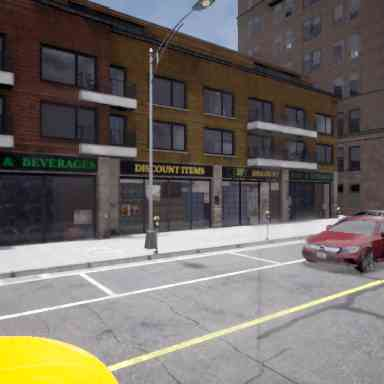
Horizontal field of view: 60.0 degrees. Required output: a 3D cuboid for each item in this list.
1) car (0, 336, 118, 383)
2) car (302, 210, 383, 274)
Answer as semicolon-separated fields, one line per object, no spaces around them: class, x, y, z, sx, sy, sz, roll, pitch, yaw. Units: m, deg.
car;-2.678;1.477;1.250;5.008;1.535;1.882;0;0;-36
car;5.549;1.526;10.737;4.674;1.442;1.812;0;0;-35
